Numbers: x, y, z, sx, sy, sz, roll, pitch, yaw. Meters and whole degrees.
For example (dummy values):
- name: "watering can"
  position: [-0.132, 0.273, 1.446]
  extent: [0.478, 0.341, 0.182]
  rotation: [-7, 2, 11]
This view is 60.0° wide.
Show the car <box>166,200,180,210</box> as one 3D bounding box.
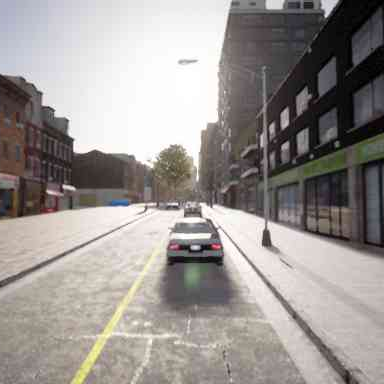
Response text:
- name: "car"
  position: [-2.772, 1.884, 48.670]
  extent: [2.033, 1.411, 5.357]
  rotation: [0, -1, 0]

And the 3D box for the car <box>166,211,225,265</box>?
- name: "car"
  position: [0.095, 1.616, 11.836]
  extent: [2.033, 1.411, 5.357]
  rotation: [0, 0, 0]

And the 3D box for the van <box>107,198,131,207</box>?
- name: "van"
  position: [-12.949, 1.983, 59.436]
  extent: [3.998, 1.788, 1.690]
  rotation: [0, -3, 0]

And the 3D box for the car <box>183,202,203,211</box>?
- name: "car"
  position: [0.088, 1.733, 33.998]
  extent: [2.033, 1.411, 5.357]
  rotation: [0, 0, 0]
